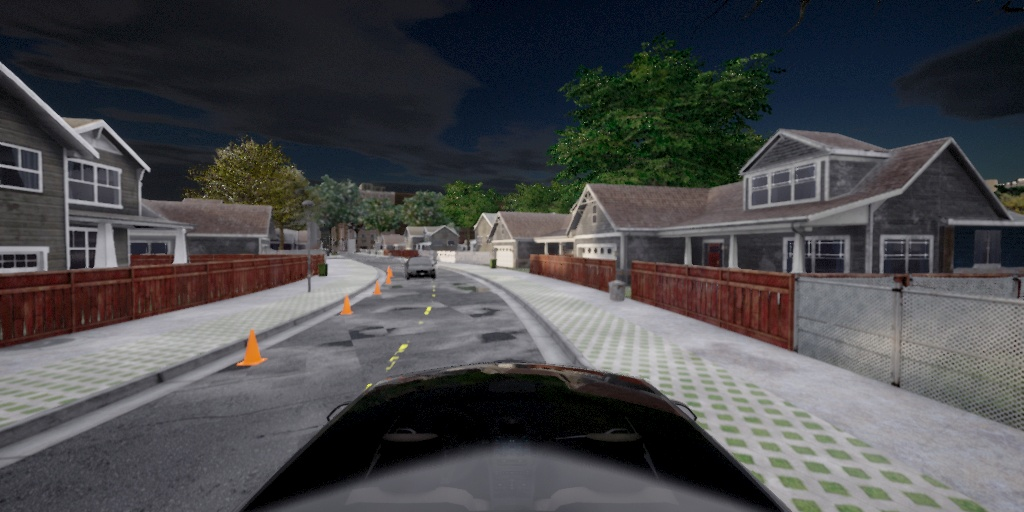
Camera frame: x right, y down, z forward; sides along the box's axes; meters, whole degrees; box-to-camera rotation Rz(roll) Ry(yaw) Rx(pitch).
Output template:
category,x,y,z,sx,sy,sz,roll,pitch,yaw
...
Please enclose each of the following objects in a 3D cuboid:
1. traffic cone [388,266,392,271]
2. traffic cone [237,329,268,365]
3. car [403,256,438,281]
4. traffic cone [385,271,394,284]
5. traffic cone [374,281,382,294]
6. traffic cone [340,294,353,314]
category,x,y,z,sx,sy,sz,roll,pitch,yaw
traffic cone,-8.541,1.189,25.335,0.340,0.580,0.340,0,0,-19
traffic cone,-4.630,1.604,6.402,0.340,0.580,0.340,0,0,-5
car,-6.130,0.769,23.897,1.837,1.490,4.892,0,1,-18
traffic cone,-7.125,1.291,20.701,0.340,0.580,0.340,0,0,-15
traffic cone,-5.999,1.395,15.990,0.340,0.580,0.340,0,0,-12
traffic cone,-5.166,1.499,11.217,0.340,0.580,0.340,0,0,-8
